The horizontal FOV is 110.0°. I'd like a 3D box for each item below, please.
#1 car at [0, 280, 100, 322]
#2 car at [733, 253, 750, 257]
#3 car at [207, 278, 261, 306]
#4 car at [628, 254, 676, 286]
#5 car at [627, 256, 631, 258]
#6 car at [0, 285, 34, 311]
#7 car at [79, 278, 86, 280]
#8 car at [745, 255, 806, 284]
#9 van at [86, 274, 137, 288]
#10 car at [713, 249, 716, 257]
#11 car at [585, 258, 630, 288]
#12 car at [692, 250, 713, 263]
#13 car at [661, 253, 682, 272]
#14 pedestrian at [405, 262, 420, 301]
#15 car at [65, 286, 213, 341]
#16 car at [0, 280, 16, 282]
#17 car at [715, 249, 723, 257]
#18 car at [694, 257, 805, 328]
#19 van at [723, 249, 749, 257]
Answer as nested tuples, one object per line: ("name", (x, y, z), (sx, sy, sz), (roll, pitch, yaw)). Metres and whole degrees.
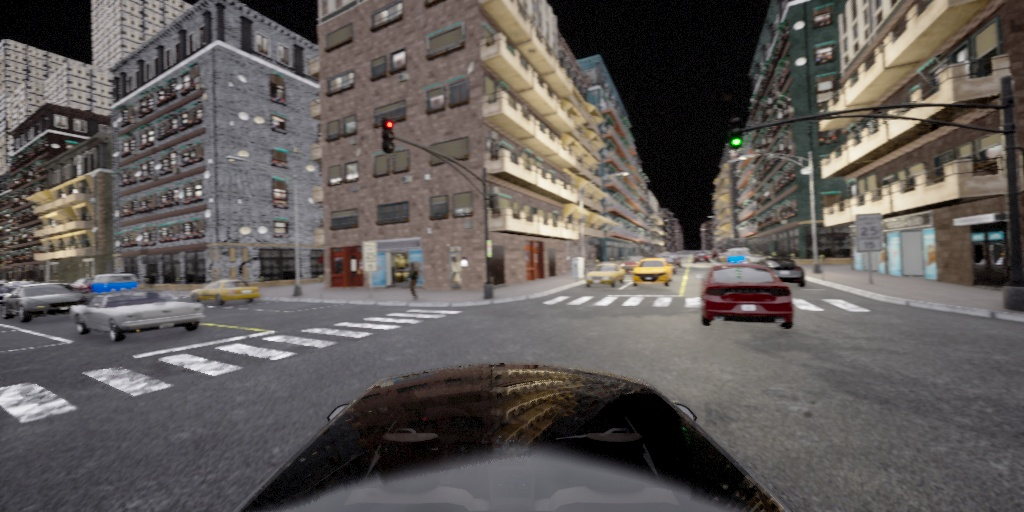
("car", (-20.681, 1.989, 15.949), (4.892, 1.490, 1.837), (-2, -1, 27))
("car", (15.793, 0.630, 23.061), (2.007, 1.370, 4.403), (0, 0, 27))
("car", (-16.114, 1.923, 20.099), (4.829, 1.417, 1.751), (0, 0, 27))
("car", (8.365, 0.876, 21.250), (1.882, 1.535, 5.008), (-2, 0, 27))
("car", (10.855, 0.737, 31.874), (1.967, 1.591, 4.097), (0, 0, 27))
("car", (-29.771, 2.425, 20.678), (4.718, 1.301, 1.895), (-2, -1, 28))
("car", (-35.612, 2.573, 30.231), (4.097, 1.591, 1.967), (0, 0, 27))
("car", (13.254, 0.752, 18.023), (1.948, 1.339, 4.313), (0, 0, 27))
("van", (-30.700, 2.290, 27.679), (3.998, 1.789, 1.690), (0, 0, 27))
("car", (28.486, 0.130, 48.252), (1.802, 1.307, 4.207), (0, 0, 27))
("car", (5.702, 1.036, 21.645), (1.751, 1.417, 4.829), (0, 0, 27))
("car", (24.683, 0.236, 46.722), (1.812, 1.442, 4.674), (-2, 0, 27))
("car", (12.854, 0.757, 30.141), (2.033, 1.411, 5.357), (-2, 0, 26))
("pedestrian", (-4.547, 1.148, 16.624), (0.375, 1.860, 0.375), (-3, -1, 27))
("car", (-11.825, 1.754, 11.311), (4.718, 1.301, 1.895), (-2, -1, 28))
("car", (-41.722, 2.849, 30.486), (4.674, 1.442, 1.812), (-2, -1, 27))
("car", (26.024, 0.179, 43.365), (1.751, 1.417, 4.829), (0, 0, 27))
("car", (6.389, 0.955, 10.218), (1.882, 1.535, 5.008), (-2, 0, 27))
("van", (20.870, 0.207, 33.137), (1.690, 1.789, 3.998), (0, 0, 27))
